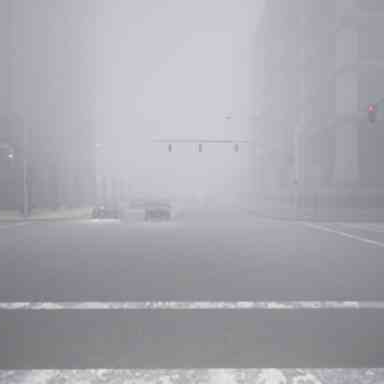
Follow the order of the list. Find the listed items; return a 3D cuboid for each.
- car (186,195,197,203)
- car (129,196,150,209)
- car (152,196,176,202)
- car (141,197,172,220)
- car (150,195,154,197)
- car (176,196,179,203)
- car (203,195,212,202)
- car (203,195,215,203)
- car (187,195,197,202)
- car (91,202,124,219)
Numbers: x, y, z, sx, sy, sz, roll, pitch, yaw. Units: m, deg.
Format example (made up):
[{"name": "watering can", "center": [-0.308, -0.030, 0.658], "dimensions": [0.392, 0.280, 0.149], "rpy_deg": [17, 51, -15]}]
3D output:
[{"name": "car", "center": [-0.028, 1.392, 64.546], "dimensions": [2.128, 1.511, 4.902], "rpy_deg": [0, 0, 0]}, {"name": "car", "center": [-7.110, 1.439, 44.152], "dimensions": [1.837, 1.490, 4.892], "rpy_deg": [0, 0, 0]}, {"name": "car", "center": [-3.612, 1.480, 43.715], "dimensions": [2.033, 1.411, 5.357], "rpy_deg": [0, 0, 0]}, {"name": "car", "center": [-2.986, 1.433, 27.385], "dimensions": [1.882, 1.535, 5.008], "rpy_deg": [0, 0, -9]}, {"name": "car", "center": [-7.089, 1.413, 60.263], "dimensions": [1.837, 1.490, 4.892], "rpy_deg": [0, 0, 0]}, {"name": "car", "center": [-3.549, 1.448, 65.161], "dimensions": [2.033, 1.411, 5.357], "rpy_deg": [0, 0, 0]}, {"name": "car", "center": [3.468, 1.394, 73.935], "dimensions": [1.812, 1.442, 4.674], "rpy_deg": [0, 0, 0]}, {"name": "car", "center": [3.472, 1.392, 64.860], "dimensions": [2.128, 1.511, 4.902], "rpy_deg": [0, 0, 0]}, {"name": "car", "center": [-0.032, 1.395, 73.934], "dimensions": [2.128, 1.511, 4.902], "rpy_deg": [0, 0, 0]}, {"name": "car", "center": [-7.111, 1.521, 28.346], "dimensions": [1.994, 1.385, 4.181], "rpy_deg": [0, 0, 0]}]
